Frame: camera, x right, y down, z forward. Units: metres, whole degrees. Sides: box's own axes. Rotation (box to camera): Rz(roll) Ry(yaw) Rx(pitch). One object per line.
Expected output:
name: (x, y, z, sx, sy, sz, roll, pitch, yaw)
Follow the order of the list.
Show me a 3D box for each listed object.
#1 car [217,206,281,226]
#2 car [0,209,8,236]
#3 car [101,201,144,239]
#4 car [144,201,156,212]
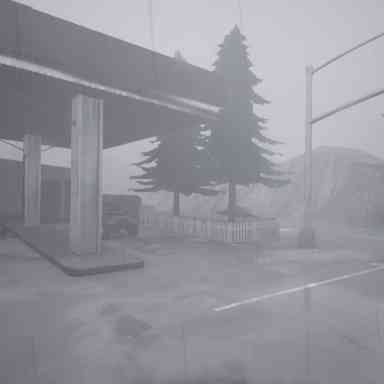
car: (4.053, 1.801, 25.045, 2.033, 1.411, 5.357, 1, 0, -35)
car: (-11.665, 1.520, 18.470, 2.242, 1.667, 4.611, 1, 0, -36)
car: (-4.534, 1.446, 18.268, 1.905, 1.878, 3.866, 1, 0, -36)
car: (-6.147, 1.735, 39.505, 1.895, 1.301, 4.718, 1, 0, -35)
